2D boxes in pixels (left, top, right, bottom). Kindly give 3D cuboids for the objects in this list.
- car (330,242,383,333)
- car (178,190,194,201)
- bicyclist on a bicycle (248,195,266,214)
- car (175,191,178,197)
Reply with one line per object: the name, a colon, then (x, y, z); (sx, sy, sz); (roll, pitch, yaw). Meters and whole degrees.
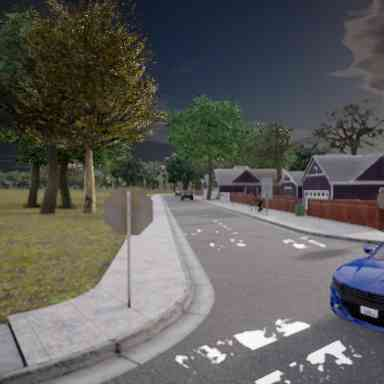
car: (4.663, 1.515, 6.373); (5.008, 1.535, 1.882); (0, 0, -35)
car: (-0.978, 0.585, 63.093); (2.150, 2.045, 5.566); (0, 1, -6)
bicyclist on a bicycle: (5.570, 1.044, 28.479); (1.656, 1.620, 0.582); (-1, 1, -6)
car: (-3.484, 0.494, 87.717); (1.882, 1.535, 5.008); (0, 1, -6)
